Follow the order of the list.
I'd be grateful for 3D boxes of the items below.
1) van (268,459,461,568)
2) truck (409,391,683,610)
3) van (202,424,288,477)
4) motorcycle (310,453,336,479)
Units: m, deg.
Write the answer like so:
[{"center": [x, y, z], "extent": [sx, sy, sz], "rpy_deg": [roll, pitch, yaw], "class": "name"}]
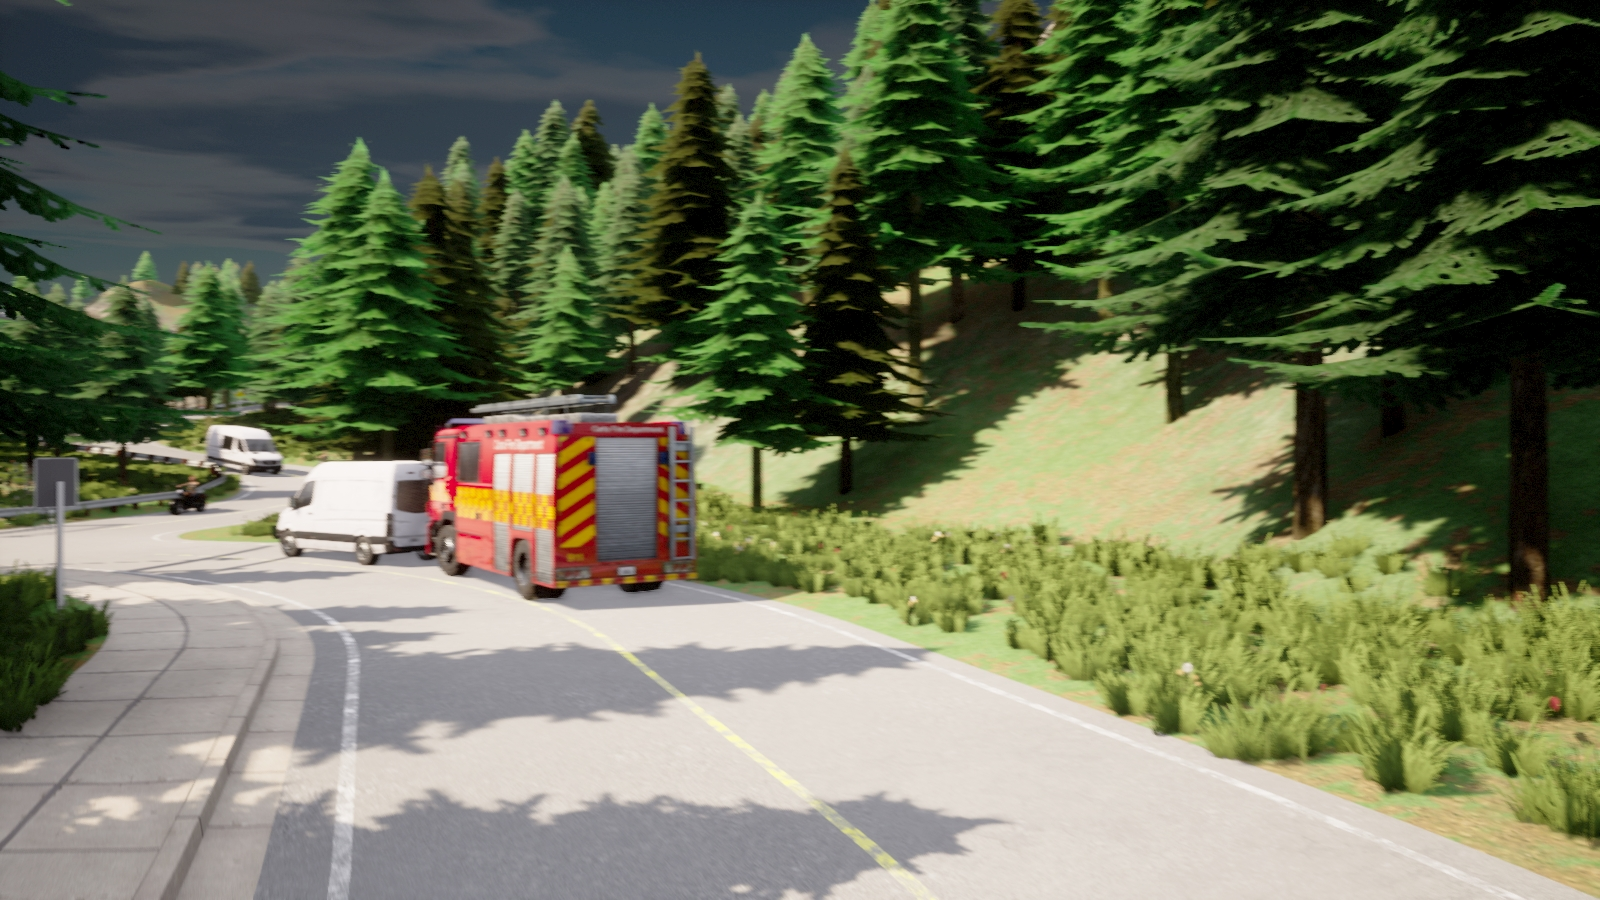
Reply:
[{"center": [-11.495, 1.545, 29.894], "extent": [5.915, 2.561, 1.988], "rpy_deg": [0, 0, 39], "class": "van"}, {"center": [-5.735, 0.884, 24.297], "extent": [2.891, 3.827, 8.468], "rpy_deg": [0, 0, -33], "class": "truck"}, {"center": [-32.504, 0.002, 66.842], "extent": [5.915, 2.561, 1.988], "rpy_deg": [6, 4, 37], "class": "van"}, {"center": [-27.741, 0.916, 66.455], "extent": [0.764, 1.307, 2.356], "rpy_deg": [-2, 5, -38], "class": "motorcycle"}]
